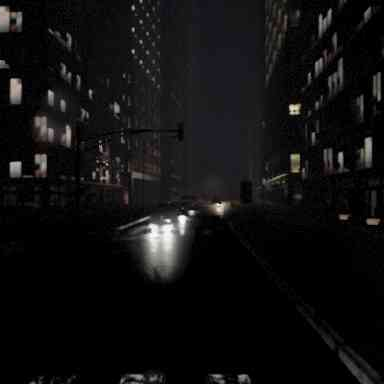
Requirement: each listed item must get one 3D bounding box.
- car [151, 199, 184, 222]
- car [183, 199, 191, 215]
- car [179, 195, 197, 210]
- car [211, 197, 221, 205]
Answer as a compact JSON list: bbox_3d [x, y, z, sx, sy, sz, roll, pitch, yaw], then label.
[{"bbox_3d":[-2.145,1.626,27.762,2.128,1.511,4.902,0,0,4],"label":"car"},{"bbox_3d":[-1.503,1.774,37.055,1.895,1.301,4.718,0,0,5],"label":"car"},{"bbox_3d":[-0.534,1.434,47.581,2.150,2.045,5.566,0,0,6],"label":"car"},{"bbox_3d":[4.932,1.749,67.394,1.882,1.535,5.008,0,0,8],"label":"car"}]
